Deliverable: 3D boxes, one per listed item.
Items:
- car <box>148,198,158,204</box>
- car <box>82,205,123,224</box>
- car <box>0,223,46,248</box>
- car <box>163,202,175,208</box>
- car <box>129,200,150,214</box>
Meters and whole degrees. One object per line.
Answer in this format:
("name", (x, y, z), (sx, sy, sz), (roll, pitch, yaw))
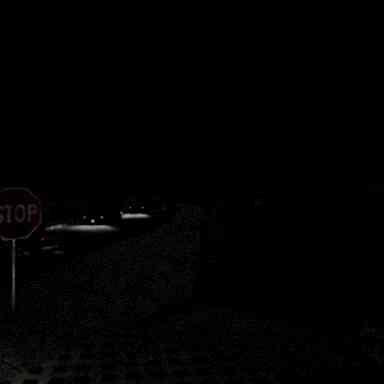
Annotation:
("car", (-6.766, 1.710, 56.717), (1.812, 1.442, 4.674), (0, -1, -3))
("car", (-7.074, 1.770, 26.873), (2.033, 1.411, 5.357), (0, -1, 3))
("car", (-8.158, 1.697, 13.831), (1.895, 1.301, 4.718), (0, -1, 5))
("car", (-4.036, 2.095, 57.593), (1.994, 1.385, 4.181), (0, -1, -3))
("car", (-6.568, 1.970, 41.438), (1.895, 1.301, 4.718), (0, -1, 0))
